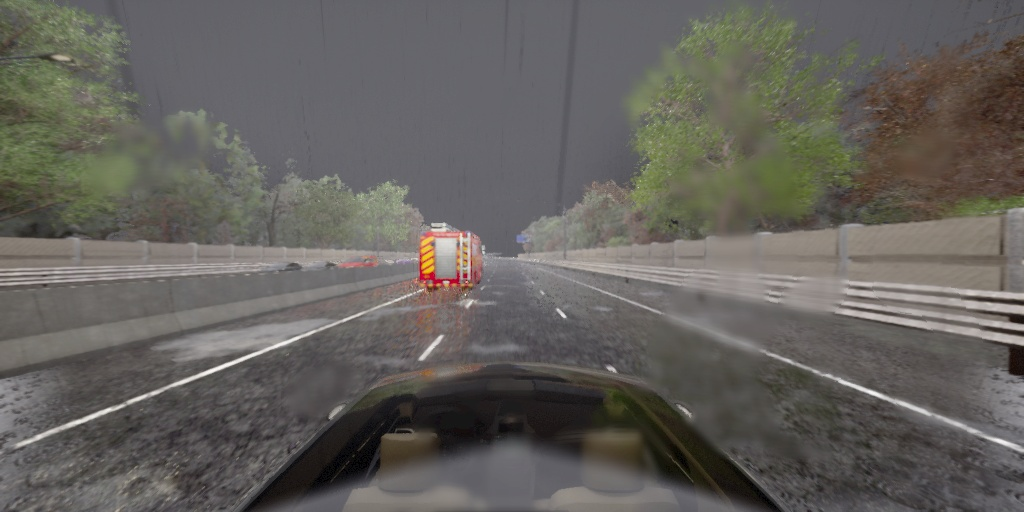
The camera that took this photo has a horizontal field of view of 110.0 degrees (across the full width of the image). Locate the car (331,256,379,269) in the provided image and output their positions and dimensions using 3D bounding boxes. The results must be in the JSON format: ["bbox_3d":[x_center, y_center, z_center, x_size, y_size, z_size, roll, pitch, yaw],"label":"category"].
[{"bbox_3d":[-14.339,1.033,33.683,2.150,2.045,5.566,0,0,-1],"label":"car"}]

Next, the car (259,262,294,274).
[{"bbox_3d":[-21.337,1.325,33.505,1.837,1.490,4.892,0,0,-1],"label":"car"}]

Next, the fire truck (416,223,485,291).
[{"bbox_3d":[-3.625,0.133,23.405,2.891,3.827,8.468,0,0,-1],"label":"fire truck"}]

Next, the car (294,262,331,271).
[{"bbox_3d":[-17.840,1.321,33.589,1.837,1.490,4.892,0,-1,-1],"label":"car"}]
